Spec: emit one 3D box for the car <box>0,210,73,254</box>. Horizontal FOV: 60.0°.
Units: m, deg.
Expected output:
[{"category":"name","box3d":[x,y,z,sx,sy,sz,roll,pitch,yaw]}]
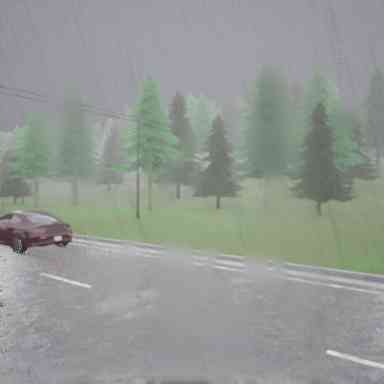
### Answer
[{"category":"car","box3d":[-6.550,1.427,12.959,4.674,1.442,1.812,1,0,36]}]
